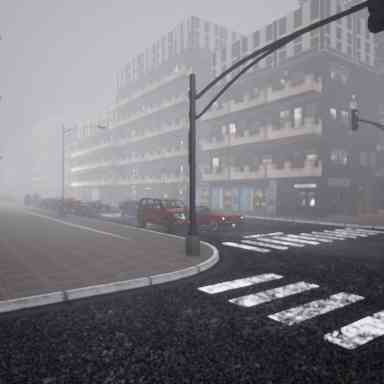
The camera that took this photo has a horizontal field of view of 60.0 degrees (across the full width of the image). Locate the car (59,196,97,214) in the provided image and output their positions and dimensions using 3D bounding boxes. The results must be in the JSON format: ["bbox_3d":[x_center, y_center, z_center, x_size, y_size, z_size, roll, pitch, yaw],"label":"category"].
[{"bbox_3d":[-11.524,1.441,33.442,1.887,1.381,4.507,0,0,-36],"label":"car"}]

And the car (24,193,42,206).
[{"bbox_3d":[-24.815,1.158,51.793,2.192,1.841,5.009,0,0,-36],"label":"car"}]

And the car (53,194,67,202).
[{"bbox_3d":[-27.996,1.262,70.472,1.967,1.590,4.097,0,0,-36],"label":"car"}]

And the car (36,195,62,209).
[{"bbox_3d":[-18.171,1.432,42.619,1.947,1.339,4.313,0,0,-36],"label":"car"}]

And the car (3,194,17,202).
[{"bbox_3d":[-38.107,1.408,70.144,1.802,1.307,4.206,0,0,-36],"label":"car"}]

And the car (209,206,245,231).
[{"bbox_3d":[1.039,1.547,20.531,1.895,1.301,4.718,0,0,-37],"label":"car"}]

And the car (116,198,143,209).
[{"bbox_3d":[-8.061,1.458,42.947,1.802,1.307,4.206,0,0,-36],"label":"car"}]

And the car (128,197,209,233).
[{"bbox_3d":[-1.556,1.260,19.679,2.192,1.841,5.009,0,0,-36],"label":"car"}]

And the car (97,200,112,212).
[{"bbox_3d":[-10.484,1.490,36.431,1.895,1.301,4.718,0,0,-36],"label":"car"}]

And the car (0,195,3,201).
[{"bbox_3d":[-41.429,1.266,74.730,1.967,1.590,4.097,0,0,-36],"label":"car"}]

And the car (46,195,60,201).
[{"bbox_3d":[-31.318,1.372,75.058,2.008,1.369,4.403,0,0,-36],"label":"car"}]

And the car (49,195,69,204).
[{"bbox_3d":[-24.516,1.377,61.265,2.033,1.411,5.357,0,0,-37],"label":"car"}]

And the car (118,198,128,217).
[{"bbox_3d":[-4.556,1.394,28.232,1.882,1.535,5.008,0,0,-36],"label":"car"}]

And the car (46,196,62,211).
[{"bbox_3d":[-14.848,1.447,38.030,1.947,1.339,4.313,0,0,-36],"label":"car"}]
